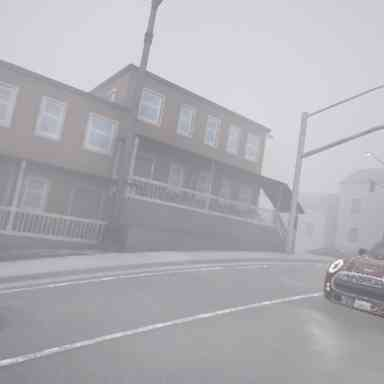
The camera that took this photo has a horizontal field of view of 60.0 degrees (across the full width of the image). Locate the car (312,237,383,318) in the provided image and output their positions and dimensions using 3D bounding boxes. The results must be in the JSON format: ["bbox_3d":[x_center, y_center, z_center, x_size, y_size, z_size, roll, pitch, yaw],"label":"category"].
[{"bbox_3d":[5.071,1.804,7.560,4.553,1.767,2.097,8,-5,-35],"label":"car"}]

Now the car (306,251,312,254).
[{"bbox_3d":[11.586,5.187,26.744,1.882,1.535,5.008,14,-16,-34],"label":"car"}]
